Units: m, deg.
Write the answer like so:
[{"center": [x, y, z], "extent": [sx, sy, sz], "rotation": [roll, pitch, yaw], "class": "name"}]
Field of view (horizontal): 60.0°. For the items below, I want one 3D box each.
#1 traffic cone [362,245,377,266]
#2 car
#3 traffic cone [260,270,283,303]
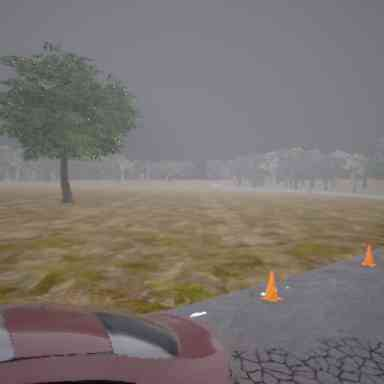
[{"center": [5.354, 1.901, 10.051], "extent": [0.340, 0.580, 0.340], "rotation": [0, 0, -42], "class": "traffic cone"}, {"center": [-1.719, 1.520, 1.739], "extent": [4.674, 1.442, 1.812], "rotation": [0, 0, -36], "class": "car"}, {"center": [1.650, 1.925, 6.893], "extent": [0.340, 0.580, 0.340], "rotation": [0, 0, -39], "class": "traffic cone"}]
